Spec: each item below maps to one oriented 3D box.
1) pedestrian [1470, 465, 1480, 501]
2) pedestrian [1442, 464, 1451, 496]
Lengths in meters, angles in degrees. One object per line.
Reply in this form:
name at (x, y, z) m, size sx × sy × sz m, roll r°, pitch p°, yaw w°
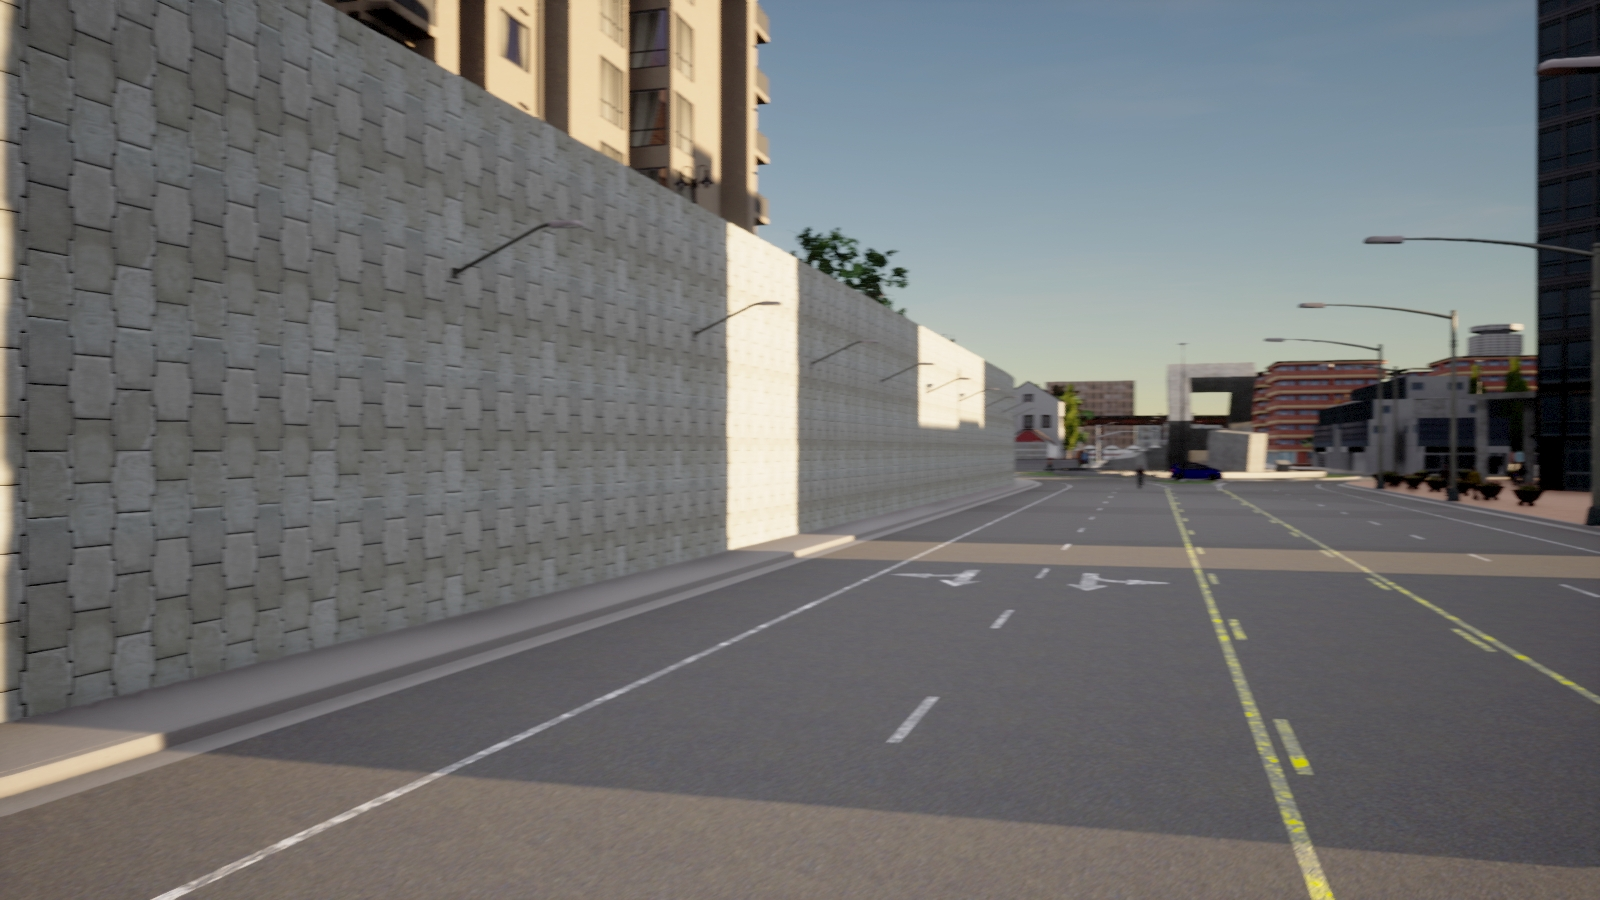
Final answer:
pedestrian at (34.958, 1.709, 59.176) m, size 0.375 × 1.860 × 0.375 m, roll 0°, pitch 0°, yaw 16°
pedestrian at (36.939, 1.709, 65.330) m, size 0.375 × 1.860 × 0.375 m, roll 0°, pitch 0°, yaw 17°
